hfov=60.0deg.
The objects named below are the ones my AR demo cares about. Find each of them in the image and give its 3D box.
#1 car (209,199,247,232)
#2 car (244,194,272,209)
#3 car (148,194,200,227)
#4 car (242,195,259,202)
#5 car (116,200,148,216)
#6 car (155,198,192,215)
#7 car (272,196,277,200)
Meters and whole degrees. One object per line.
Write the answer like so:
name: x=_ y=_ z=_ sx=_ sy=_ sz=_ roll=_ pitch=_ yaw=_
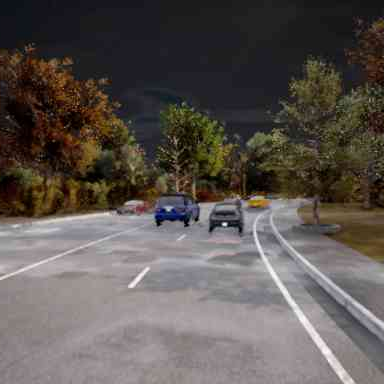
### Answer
car: x=2.132 y=1.412 z=19.645 sx=1.837 sy=1.490 sz=4.892 roll=-1 pitch=0 yaw=10
car: x=8.125 y=1.252 z=40.557 sx=1.882 sy=1.535 sz=5.008 roll=-1 pitch=0 yaw=21
car: x=-0.886 y=1.147 z=22.525 sx=2.150 sy=2.045 sz=5.566 roll=-1 pitch=0 yaw=11
car: x=12.491 y=1.409 z=70.849 sx=1.895 sy=1.301 sz=4.718 roll=-2 pitch=-1 yaw=33
car: x=-5.717 y=1.510 z=32.951 sx=1.812 sy=1.442 sz=4.674 roll=-1 pitch=0 yaw=16
car: x=-1.792 y=1.427 z=33.858 sx=2.128 sy=1.511 sz=4.902 roll=-1 pitch=0 yaw=17
car: x=16.353 y=1.151 z=70.228 sx=1.994 sy=1.385 sz=4.181 roll=-2 pitch=-1 yaw=36
